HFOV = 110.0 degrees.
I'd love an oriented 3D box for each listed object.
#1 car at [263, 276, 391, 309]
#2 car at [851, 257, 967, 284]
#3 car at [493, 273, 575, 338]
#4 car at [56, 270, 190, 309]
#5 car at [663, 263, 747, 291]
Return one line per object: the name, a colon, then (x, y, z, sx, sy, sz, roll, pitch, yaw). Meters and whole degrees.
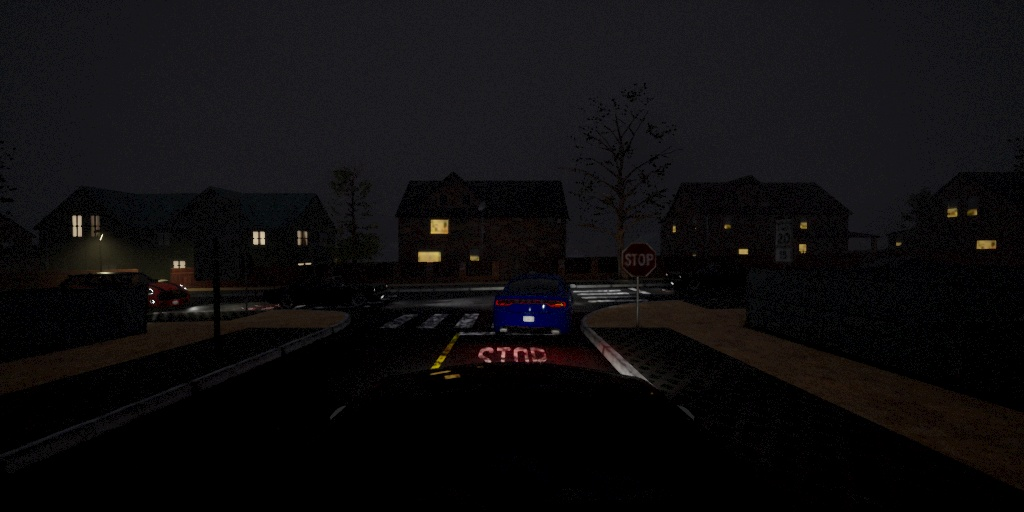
car: (-7.812, 1.506, 15.496, 4.718, 1.301, 1.895, -1, 1, 0)
car: (20.055, 0.754, 18.461, 5.357, 1.411, 2.033, -1, 1, 0)
car: (0.786, 1.227, 10.289, 1.882, 1.535, 5.008, 0, 0, 10)
car: (-16.799, 1.472, 15.488, 4.553, 1.767, 2.097, -1, 1, 0)
car: (10.410, 1.034, 18.424, 4.718, 1.301, 1.895, -1, 1, -1)
